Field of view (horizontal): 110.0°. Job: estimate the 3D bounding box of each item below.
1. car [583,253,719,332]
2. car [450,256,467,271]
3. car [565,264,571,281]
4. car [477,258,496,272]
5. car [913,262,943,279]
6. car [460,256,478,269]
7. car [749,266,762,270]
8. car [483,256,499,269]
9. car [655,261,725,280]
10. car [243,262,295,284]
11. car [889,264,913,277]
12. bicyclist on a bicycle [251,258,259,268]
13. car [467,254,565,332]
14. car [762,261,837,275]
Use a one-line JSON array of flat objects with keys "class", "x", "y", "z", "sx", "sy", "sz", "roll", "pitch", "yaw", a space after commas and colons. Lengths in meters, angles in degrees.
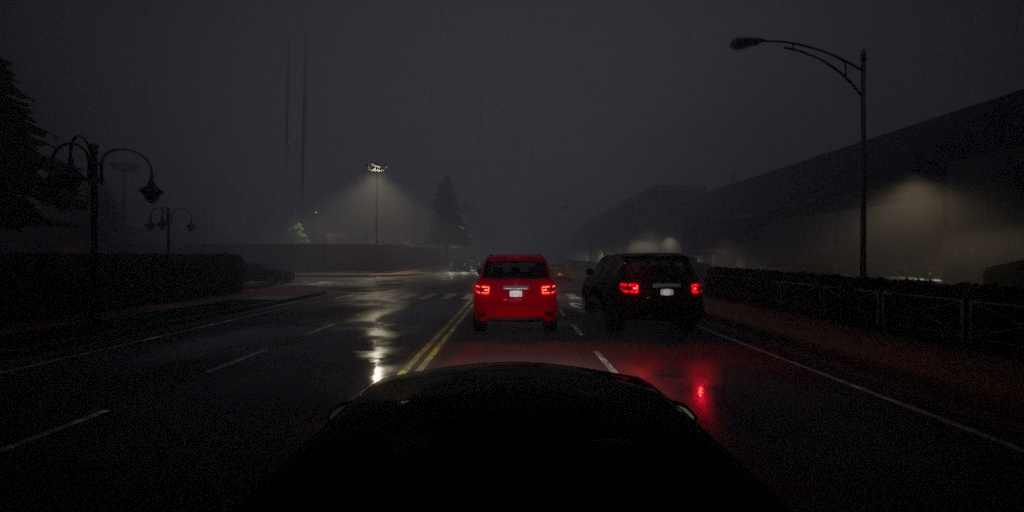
[{"class": "car", "x": 3.642, "y": 0.966, "z": 10.988, "sx": 2.150, "sy": 2.045, "sz": 5.566, "roll": 0, "pitch": -1, "yaw": 1}, {"class": "car", "x": -6.832, "y": 1.102, "z": 47.454, "sx": 2.097, "sy": 1.767, "sz": 4.553, "roll": 0, "pitch": 0, "yaw": 1}, {"class": "car", "x": 3.680, "y": 1.227, "z": 29.772, "sx": 1.882, "sy": 1.535, "sz": 5.008, "roll": 0, "pitch": 0, "yaw": 0}, {"class": "car", "x": -3.333, "y": 1.102, "z": 47.331, "sx": 2.097, "sy": 1.767, "sz": 4.553, "roll": 0, "pitch": 0, "yaw": 1}, {"class": "car", "x": 37.448, "y": 1.314, "z": 30.379, "sx": 4.181, "sy": 1.385, "sz": 1.994, "roll": 0, "pitch": 0, "yaw": 0}, {"class": "car", "x": -6.724, "y": 0.972, "z": 56.679, "sx": 2.150, "sy": 2.045, "sz": 5.566, "roll": 0, "pitch": 0, "yaw": 1}, {"class": "car", "x": 24.943, "y": 1.276, "z": 33.920, "sx": 4.674, "sy": 1.442, "sz": 1.812, "roll": 0, "pitch": 0, "yaw": 0}, {"class": "car", "x": -3.219, "y": 0.972, "z": 56.923, "sx": 2.150, "sy": 2.045, "sz": 5.566, "roll": 0, "pitch": 0, "yaw": 0}, {"class": "car", "x": 15.006, "y": 1.228, "z": 30.466, "sx": 5.008, "sy": 1.535, "sz": 1.882, "roll": 0, "pitch": 0, "yaw": 0}, {"class": "car", "x": -18.605, "y": 1.211, "z": 26.231, "sx": 5.008, "sy": 1.535, "sz": 1.882, "roll": 0, "pitch": 0, "yaw": 0}, {"class": "car", "x": 39.133, "y": 1.297, "z": 33.873, "sx": 5.357, "sy": 1.411, "sz": 2.033, "roll": 0, "pitch": 0, "yaw": 0}, {"class": "bicyclist on a bicycle", "x": -25.137, "y": 1.037, "z": 35.230, "sx": 0.582, "sy": 1.620, "sz": 1.656, "roll": 0, "pitch": 0, "yaw": 0}, {"class": "car", "x": 0.071, "y": 0.971, "z": 11.044, "sx": 2.150, "sy": 2.045, "sz": 5.566, "roll": 0, "pitch": 0, "yaw": 0}, {"class": "car", "x": 24.584, "y": 1.228, "z": 30.434, "sx": 5.008, "sy": 1.535, "sz": 1.882, "roll": 0, "pitch": 0, "yaw": 0}]
